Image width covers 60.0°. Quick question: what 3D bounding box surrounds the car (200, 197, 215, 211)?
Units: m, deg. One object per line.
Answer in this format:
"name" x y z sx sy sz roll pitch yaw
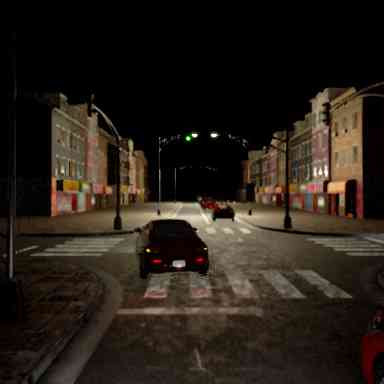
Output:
"car" 2.391 1.709 43.875 1.887 1.381 4.507 0 0 0

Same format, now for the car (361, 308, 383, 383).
"car" 2.648 1.317 1.135 2.192 1.841 5.009 1 0 0

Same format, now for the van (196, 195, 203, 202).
"van" 2.101 1.797 92.813 1.690 1.788 3.998 0 0 0

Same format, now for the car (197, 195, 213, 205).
"car" 2.361 1.507 49.314 2.192 1.841 5.009 0 0 0

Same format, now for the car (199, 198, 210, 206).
"car" 2.294 1.832 60.187 1.802 1.307 4.206 0 0 0

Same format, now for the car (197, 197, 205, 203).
"car" 2.165 1.948 81.936 1.947 1.339 4.313 0 0 0

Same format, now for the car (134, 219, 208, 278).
"car" -0.754 1.555 10.244 1.812 1.442 4.674 0 0 -11

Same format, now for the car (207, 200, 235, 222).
"car" 2.488 1.637 27.564 1.887 1.381 4.507 1 0 0
